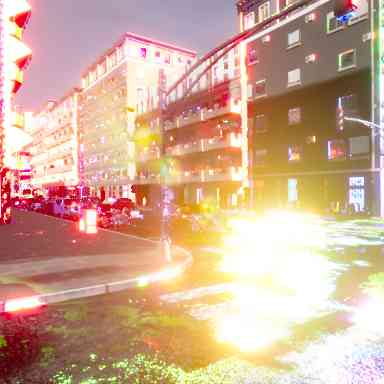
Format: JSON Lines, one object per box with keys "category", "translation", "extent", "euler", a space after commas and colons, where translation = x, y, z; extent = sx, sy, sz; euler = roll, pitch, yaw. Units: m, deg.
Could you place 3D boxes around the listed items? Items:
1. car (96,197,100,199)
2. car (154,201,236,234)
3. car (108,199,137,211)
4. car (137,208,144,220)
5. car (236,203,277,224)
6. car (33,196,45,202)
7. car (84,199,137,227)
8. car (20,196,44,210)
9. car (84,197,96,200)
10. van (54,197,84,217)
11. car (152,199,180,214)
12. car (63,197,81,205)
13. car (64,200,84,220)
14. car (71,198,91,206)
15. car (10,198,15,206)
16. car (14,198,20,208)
{"category": "car", "translation": [-15.329, 1.502, 51.249], "extent": [1.967, 1.590, 4.097], "euler": [-1, 1, -36]}
{"category": "car", "translation": [0.038, 1.548, 20.028], "extent": [2.128, 1.511, 4.902], "euler": [-1, 0, -36]}
{"category": "car", "translation": [-8.856, 1.581, 42.270], "extent": [2.008, 1.369, 4.403], "euler": [-1, 1, -36]}
{"category": "car", "translation": [-5.825, 1.608, 28.161], "extent": [1.812, 1.442, 4.674], "euler": [-1, 0, -36]}
{"category": "car", "translation": [3.987, 1.498, 24.449], "extent": [1.752, 1.417, 4.829], "euler": [-1, 1, -36]}
{"category": "car", "translation": [-37.977, 1.728, 82.680], "extent": [1.887, 1.381, 4.507], "euler": [-1, 1, -36]}
{"category": "car", "translation": [-5.949, 1.553, 23.902], "extent": [1.967, 1.590, 4.097], "euler": [-1, 1, -36]}
{"category": "car", "translation": [-22.128, 1.628, 46.351], "extent": [1.967, 1.590, 4.097], "euler": [-1, 1, -36]}
{"category": "car", "translation": [-13.138, 1.467, 38.330], "extent": [2.097, 1.767, 4.553], "euler": [-1, 1, -36]}
{"category": "van", "translation": [-12.422, 1.483, 32.880], "extent": [1.690, 1.788, 3.998], "euler": [-1, 1, -36]}
{"category": "car", "translation": [-2.386, 1.441, 33.290], "extent": [1.967, 1.590, 4.097], "euler": [-1, 1, -36]}
{"category": "car", "translation": [-21.799, 1.645, 60.230], "extent": [2.008, 1.369, 4.403], "euler": [-1, 1, -36]}
{"category": "car", "translation": [-9.084, 1.652, 28.254], "extent": [1.752, 1.417, 4.829], "euler": [-1, 1, -36]}
{"category": "car", "translation": [-18.563, 1.644, 55.740], "extent": [1.947, 1.339, 4.313], "euler": [-1, 1, -36]}
{"category": "car", "translation": [-31.833, 1.782, 59.821], "extent": [1.887, 1.381, 4.507], "euler": [-1, 1, -36]}
{"category": "car", "translation": [-25.361, 1.770, 50.841], "extent": [1.947, 1.339, 4.313], "euler": [-1, 1, -36]}
